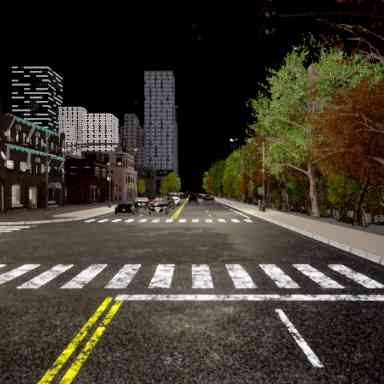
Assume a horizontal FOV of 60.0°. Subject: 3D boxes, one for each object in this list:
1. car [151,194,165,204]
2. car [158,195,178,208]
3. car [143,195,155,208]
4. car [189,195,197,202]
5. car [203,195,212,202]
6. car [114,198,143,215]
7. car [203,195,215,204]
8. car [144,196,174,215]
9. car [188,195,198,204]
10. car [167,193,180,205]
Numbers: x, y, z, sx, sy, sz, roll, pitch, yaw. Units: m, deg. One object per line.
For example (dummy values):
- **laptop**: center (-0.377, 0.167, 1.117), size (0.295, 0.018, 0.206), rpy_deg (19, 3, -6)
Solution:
- **car**: center (-6.437, 1.328, 62.632), size (2.097, 1.767, 4.553), rpy_deg (0, 0, 1)
- **car**: center (-3.253, 1.490, 44.493), size (1.837, 1.490, 4.892), rpy_deg (0, 0, 0)
- **car**: center (-6.513, 1.477, 42.820), size (2.128, 1.511, 4.902), rpy_deg (0, 0, 0)
- **car**: center (0.150, 1.493, 75.609), size (1.812, 1.442, 4.674), rpy_deg (0, 0, 0)
- **car**: center (3.385, 1.448, 74.274), size (1.882, 1.535, 5.008), rpy_deg (0, 0, 0)
- **car**: center (-6.531, 1.554, 33.801), size (1.994, 1.385, 4.181), rpy_deg (0, 0, 0)
- **car**: center (3.468, 1.467, 64.005), size (2.128, 1.511, 4.902), rpy_deg (0, 0, 0)
- **car**: center (-3.279, 1.481, 34.168), size (2.128, 1.511, 4.902), rpy_deg (0, 0, 0)
- **car**: center (0.219, 1.478, 64.959), size (1.837, 1.490, 4.892), rpy_deg (0, -1, 0)
- **car**: center (-3.216, 1.201, 55.218), size (2.150, 2.045, 5.566), rpy_deg (0, 0, 1)
